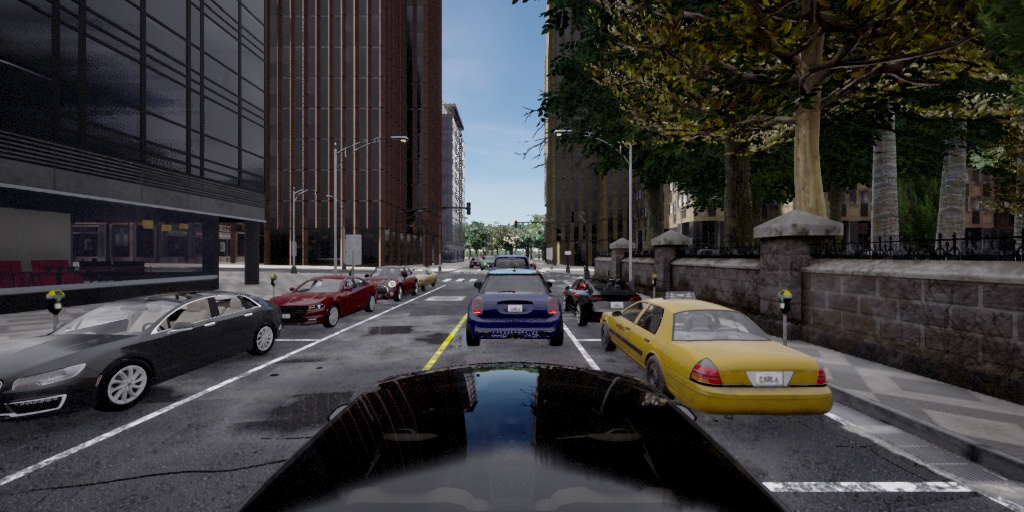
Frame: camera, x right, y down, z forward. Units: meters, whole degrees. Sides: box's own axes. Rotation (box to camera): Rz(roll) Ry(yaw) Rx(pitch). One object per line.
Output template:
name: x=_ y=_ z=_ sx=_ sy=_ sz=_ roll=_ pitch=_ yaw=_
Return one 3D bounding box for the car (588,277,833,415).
car: x=2.752 y=1.275 z=6.151 sx=1.751 sy=1.417 sz=4.829 roll=0 pitch=0 yaw=0

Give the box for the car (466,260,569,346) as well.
car: x=0.036 y=1.102 z=9.539 sx=2.097 sy=1.767 sz=4.553 roll=0 pitch=0 yaw=-1

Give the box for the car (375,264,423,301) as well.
car: x=-5.797 y=1.190 z=16.873 sx=1.967 sy=1.591 sz=4.097 roll=0 pitch=0 yaw=0

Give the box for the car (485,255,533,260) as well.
car: x=-0.034 y=0.973 z=18.973 sx=2.150 sy=2.045 sz=5.566 roll=0 pitch=0 yaw=0

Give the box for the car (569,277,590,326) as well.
car: x=2.740 y=1.316 z=11.437 sx=1.948 sy=1.339 sz=4.313 roll=0 pitch=0 yaw=0

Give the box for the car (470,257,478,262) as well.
car: x=-5.894 y=1.079 z=59.738 sx=2.192 sy=1.841 sz=5.009 roll=0 pitch=0 yaw=0

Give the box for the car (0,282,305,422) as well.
car: x=-5.772 y=1.300 z=5.959 sx=2.007 sy=1.370 sz=4.403 roll=0 pitch=0 yaw=0

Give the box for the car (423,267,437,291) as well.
car: x=-5.809 y=1.277 z=22.160 sx=1.751 sy=1.417 sz=4.829 roll=0 pitch=0 yaw=0

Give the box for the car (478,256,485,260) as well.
car: x=-3.214 y=0.982 z=51.214 sx=2.150 sy=2.045 sz=5.566 roll=0 pitch=0 yaw=-1

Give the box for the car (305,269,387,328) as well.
car: x=-5.785 y=1.295 z=11.416 sx=1.888 sy=1.381 sz=4.507 roll=0 pitch=0 yaw=0
